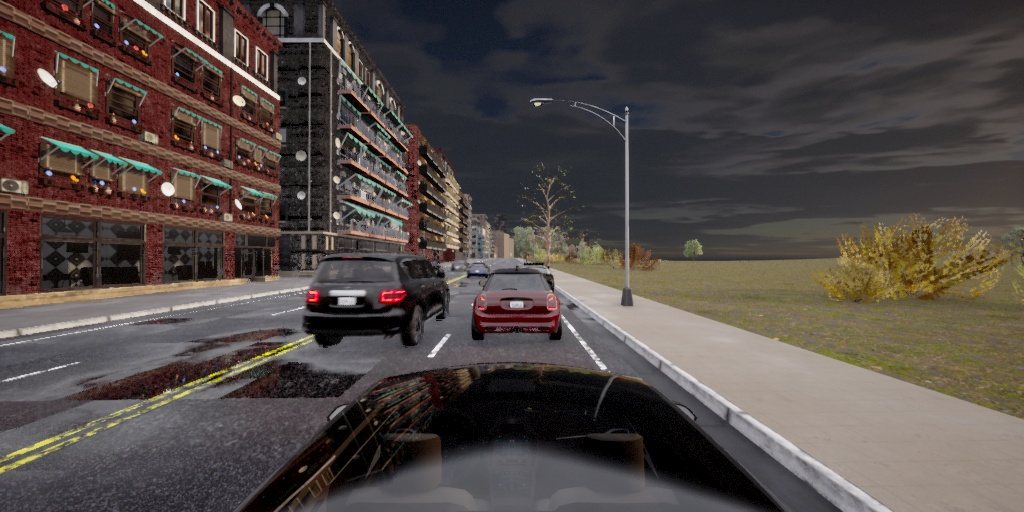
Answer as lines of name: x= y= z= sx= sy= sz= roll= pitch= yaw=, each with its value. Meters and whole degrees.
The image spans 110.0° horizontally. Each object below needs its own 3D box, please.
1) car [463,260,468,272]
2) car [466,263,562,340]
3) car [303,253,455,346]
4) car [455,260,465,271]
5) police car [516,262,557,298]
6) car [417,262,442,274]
car: x=-3.073 y=1.315 z=33.761 sx=1.994 sy=1.385 sz=4.181 roll=0 pitch=0 yaw=0
car: x=0.114 y=1.103 z=10.109 sx=2.097 sy=1.767 sz=4.553 roll=0 pitch=0 yaw=0
car: x=-3.135 y=0.969 z=9.509 sx=2.150 sy=2.045 sz=5.566 roll=0 pitch=0 yaw=0
car: x=-6.498 y=1.241 z=45.105 sx=2.128 sy=1.511 sz=4.902 roll=0 pitch=0 yaw=0
police car: x=1.178 y=1.177 z=19.604 sx=1.930 sy=1.638 sz=5.238 roll=0 pitch=0 yaw=0
car: x=-9.754 y=1.350 z=42.812 sx=1.895 sy=1.301 sz=4.718 roll=0 pitch=0 yaw=0
